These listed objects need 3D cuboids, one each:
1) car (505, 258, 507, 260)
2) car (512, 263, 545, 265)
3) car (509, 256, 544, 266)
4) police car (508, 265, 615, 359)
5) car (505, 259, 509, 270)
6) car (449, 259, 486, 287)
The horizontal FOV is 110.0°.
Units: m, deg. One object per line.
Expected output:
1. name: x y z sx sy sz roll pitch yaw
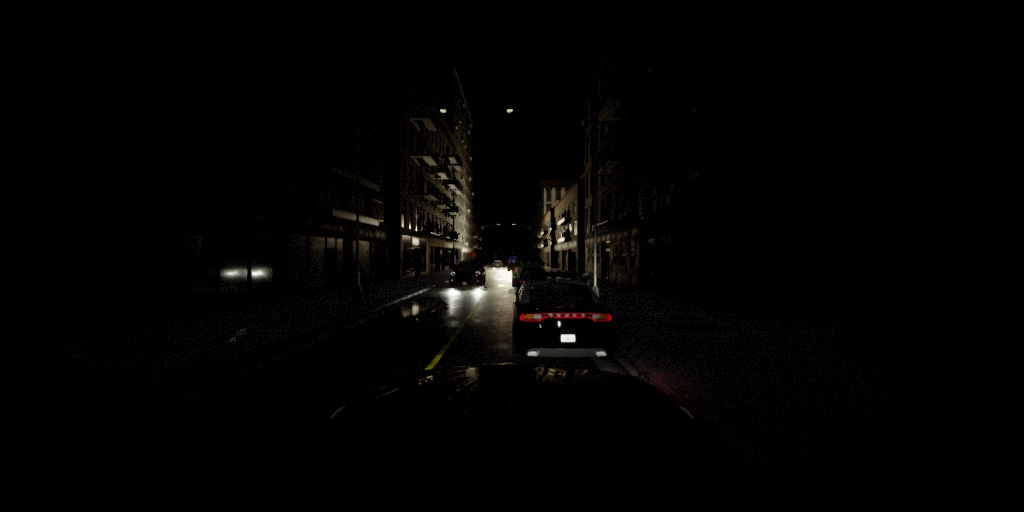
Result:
1. car: 0.429 1.100 60.569 2.150 2.045 5.566 0 0 0
2. car: 1.028 1.282 18.475 1.812 1.442 4.674 0 0 0
3. car: 1.072 0.989 24.505 2.150 2.045 5.566 0 0 0
4. police car: 0.957 1.175 8.584 1.930 1.638 5.238 0 0 0
5. car: 0.360 1.428 47.071 1.895 1.301 4.718 0 0 1
6. car: -2.929 1.115 24.458 2.097 1.767 4.553 0 0 0
